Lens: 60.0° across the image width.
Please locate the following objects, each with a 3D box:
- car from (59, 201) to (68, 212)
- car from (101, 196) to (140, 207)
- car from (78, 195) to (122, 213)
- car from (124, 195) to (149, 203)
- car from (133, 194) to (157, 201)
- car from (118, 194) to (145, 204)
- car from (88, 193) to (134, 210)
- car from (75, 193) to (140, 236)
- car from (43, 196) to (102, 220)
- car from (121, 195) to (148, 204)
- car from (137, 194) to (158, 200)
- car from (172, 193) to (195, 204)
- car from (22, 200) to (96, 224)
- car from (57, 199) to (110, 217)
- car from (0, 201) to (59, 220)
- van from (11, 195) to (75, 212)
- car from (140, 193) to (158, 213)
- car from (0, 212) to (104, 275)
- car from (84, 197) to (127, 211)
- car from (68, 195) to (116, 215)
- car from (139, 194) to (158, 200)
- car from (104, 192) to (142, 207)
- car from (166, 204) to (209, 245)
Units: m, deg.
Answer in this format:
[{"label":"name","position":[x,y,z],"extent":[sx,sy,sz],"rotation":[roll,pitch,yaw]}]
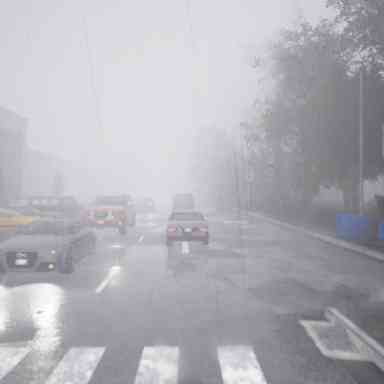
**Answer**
[{"label":"car","position":[-9.909,1.487,19.463],"extent":[4.674,1.452,2.002],"rotation":[-1,0,-22]},{"label":"car","position":[-10.638,1.398,49.552],"extent":[5.366,1.575,1.946],"rotation":[-1,0,-22]},{"label":"car","position":[-10.427,1.287,37.479],"extent":[4.553,1.767,2.185],"rotation":[-1,0,-22]},{"label":"car","position":[-11.353,1.456,67.483],"extent":[4.674,1.452,2.002],"rotation":[-1,0,-22]},{"label":"car","position":[-11.675,1.435,82.548],"extent":[5.366,1.575,1.946],"rotation":[-1,0,-22]},{"label":"car","position":[-11.198,1.283,61.474],"extent":[4.553,1.767,2.185],"rotation":[-1,0,-22]},{"label":"car","position":[-10.612,1.155,43.490],"extent":[5.566,2.045,2.435],"rotation":[-1,0,-22]},{"label":"car","position":[-4.500,1.096,18.745],"extent":[2.150,2.045,5.566],"rotation":[0,0,-2]},{"label":"car","position":[-10.222,1.304,28.463],"extent":[4.553,1.767,2.185],"rotation":[-1,0,-22]},{"label":"car","position":[-11.230,1.440,64.494],"extent":[4.792,1.488,2.163],"rotation":[-1,0,-22]},{"label":"car","position":[-12.342,1.447,91.415],"extent":[5.366,1.575,1.946],"rotation":[-1,0,-22]},{"label":"car","position":[-0.903,1.151,34.949],"extent":[2.150,2.045,5.566],"rotation":[0,0,-2]},{"label":"car","position":[-10.087,1.435,25.463],"extent":[5.008,1.535,2.097],"rotation":[-1,0,-22]},{"label":"car","position":[-10.280,1.463,31.471],"extent":[4.674,1.452,2.002],"rotation":[-1,0,-22]},{"label":"car","position":[-9.632,1.448,16.529],"extent":[5.366,1.575,1.946],"rotation":[-1,0,-22]},{"label":"van","position":[-10.110,1.217,22.415],"extent":[4.442,1.987,1.878],"rotation":[-1,0,-22]},{"label":"car","position":[-5.069,1.280,35.902],"extent":[2.097,1.767,4.553],"rotation":[0,0,-1]},{"label":"car","position":[-4.309,1.544,10.273],"extent":[1.994,1.385,4.181],"rotation":[0,0,-2]},{"label":"car","position":[-10.521,1.439,40.492],"extent":[4.792,1.488,2.163],"rotation":[-1,0,-22]},{"label":"car","position":[-10.338,1.292,34.479],"extent":[4.553,1.767,2.185],"rotation":[-1,0,-22]},{"label":"car","position":[-12.301,1.421,94.487],"extent":[5.008,1.535,2.097],"rotation":[-1,0,-22]},{"label":"car","position":[-10.888,1.152,52.503],"extent":[5.566,2.045,2.435],"rotation":[-1,0,-22]},{"label":"car","position":[-0.243,1.516,15.403],"extent":[2.033,1.411,5.357],"rotation":[0,0,-2]}]
